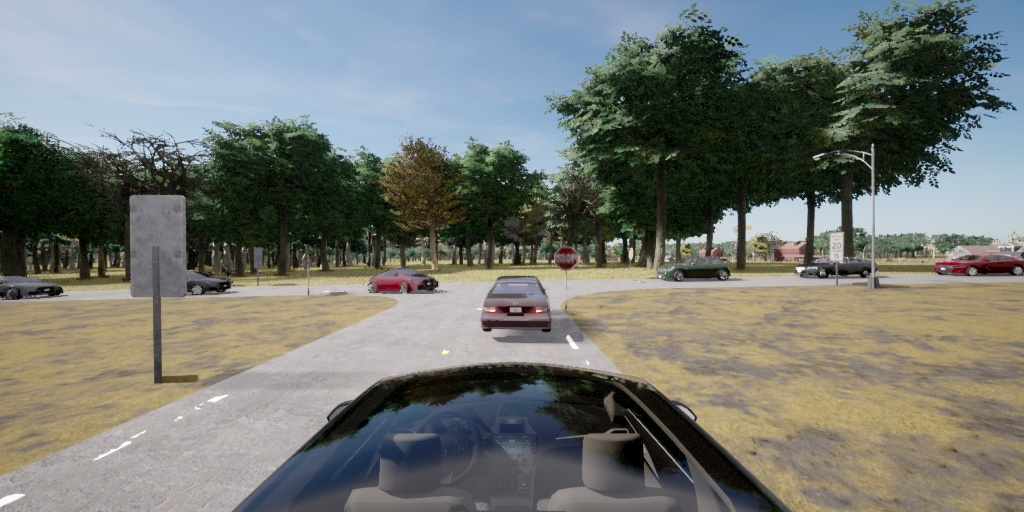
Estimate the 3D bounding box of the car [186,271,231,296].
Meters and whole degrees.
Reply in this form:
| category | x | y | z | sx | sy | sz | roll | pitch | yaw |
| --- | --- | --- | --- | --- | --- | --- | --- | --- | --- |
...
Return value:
| category | x | y | z | sx | sy | sz | roll | pitch | yaw |
| --- | --- | --- | --- | --- | --- | --- | --- | --- | --- |
| car | -20.243 | 1.660 | 22.243 | 4.892 | 1.490 | 1.837 | -2 | 1 | 0 |

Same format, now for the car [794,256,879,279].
| category | x | y | z | sx | sy | sz | roll | pitch | yaw |
| --- | --- | --- | --- | --- | --- | --- | --- | --- | --- |
| car | 22.604 | 0.770 | 25.120 | 4.902 | 1.511 | 2.128 | -1 | 1 | 0 |

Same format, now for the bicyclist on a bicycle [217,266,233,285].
| category | x | y | z | sx | sy | sz | roll | pitch | yaw |
| --- | --- | --- | --- | --- | --- | --- | --- | --- | --- |
| bicyclist on a bicycle | -22.625 | 1.603 | 28.221 | 0.582 | 1.620 | 1.656 | -1 | 0 | 0 |

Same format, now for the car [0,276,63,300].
| category | x | y | z | sx | sy | sz | roll | pitch | yaw |
| --- | --- | --- | --- | --- | --- | --- | --- | --- | --- |
| car | -30.868 | 1.969 | 22.269 | 4.181 | 1.385 | 1.994 | -1 | 1 | 0 |

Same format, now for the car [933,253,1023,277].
| category | x | y | z | sx | sy | sz | roll | pitch | yaw |
| --- | --- | --- | --- | --- | --- | --- | --- | --- | --- |
| car | 32.685 | 0.591 | 25.098 | 5.008 | 1.535 | 1.882 | -1 | 1 | 0 |

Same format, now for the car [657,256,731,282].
| category | x | y | z | sx | sy | sz | roll | pitch | yaw |
| --- | --- | --- | --- | --- | --- | --- | --- | --- | --- |
| car | 12.585 | 0.811 | 25.076 | 4.553 | 1.767 | 2.097 | -1 | 1 | -1 |

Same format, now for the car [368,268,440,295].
| category | x | y | z | sx | sy | sz | roll | pitch | yaw |
| --- | --- | --- | --- | --- | --- | --- | --- | --- | --- |
| car | -6.118 | 1.384 | 20.129 | 4.181 | 1.385 | 1.994 | -3 | -1 | 31 |

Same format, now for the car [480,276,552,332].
| category | x | y | z | sx | sy | sz | roll | pitch | yaw |
| --- | --- | --- | --- | --- | --- | --- | --- | --- | --- |
| car | 0.172 | 1.295 | 10.829 | 2.033 | 1.411 | 5.357 | 0 | 0 | 2 |
